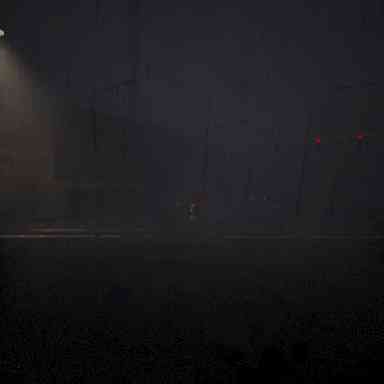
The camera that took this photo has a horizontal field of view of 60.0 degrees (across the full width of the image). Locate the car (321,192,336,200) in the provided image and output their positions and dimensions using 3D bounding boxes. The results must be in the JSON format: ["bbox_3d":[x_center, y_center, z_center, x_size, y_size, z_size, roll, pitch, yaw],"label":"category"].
[{"bbox_3d":[25.900,0.715,62.851,1.837,1.490,4.892,0,0,36],"label":"car"}]

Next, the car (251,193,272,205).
[{"bbox_3d":[10.171,0.898,47.057,2.097,1.767,4.553,0,2,36],"label":"car"}]

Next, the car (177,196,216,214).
[{"bbox_3d":[0.495,1.213,33.568,2.097,1.767,4.553,0,1,36],"label":"car"}]

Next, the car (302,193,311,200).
[{"bbox_3d":[20.166,0.807,60.911,1.895,1.301,4.718,0,1,36],"label":"car"}]

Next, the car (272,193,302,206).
[{"bbox_3d":[12.829,1.135,44.762,1.994,1.385,4.181,0,2,36],"label":"car"}]
